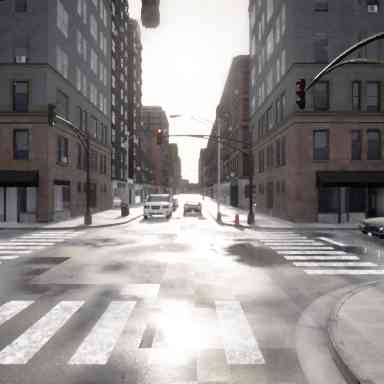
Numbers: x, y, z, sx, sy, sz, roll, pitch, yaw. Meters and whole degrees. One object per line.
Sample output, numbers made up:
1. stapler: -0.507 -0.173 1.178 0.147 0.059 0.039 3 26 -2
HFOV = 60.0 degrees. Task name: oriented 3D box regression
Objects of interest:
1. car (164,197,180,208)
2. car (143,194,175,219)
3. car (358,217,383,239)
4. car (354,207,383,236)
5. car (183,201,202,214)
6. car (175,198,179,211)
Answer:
1. car: -2.932 1.530 49.761 2.033 1.411 5.357 0 0 0
2. car: -2.901 1.216 29.215 2.150 2.045 5.566 0 0 0
3. car: 10.912 1.565 15.410 5.357 1.411 2.033 0 0 1
4. car: 11.601 1.554 17.923 4.829 1.417 1.752 0 0 0
5. car: 0.064 1.593 34.673 1.895 1.301 4.718 0 0 0
6. car: -2.914 1.342 39.479 2.097 1.767 4.553 0 0 0
